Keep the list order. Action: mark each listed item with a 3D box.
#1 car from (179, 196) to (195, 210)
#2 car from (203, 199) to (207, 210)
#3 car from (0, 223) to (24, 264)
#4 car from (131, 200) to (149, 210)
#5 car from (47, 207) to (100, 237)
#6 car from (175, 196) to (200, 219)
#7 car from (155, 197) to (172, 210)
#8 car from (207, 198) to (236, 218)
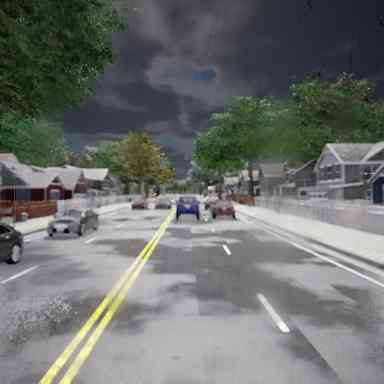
[{"bbox_3d":[-0.618,1.495,45.549,2.097,1.767,4.553,0,0,0],"label":"car"},{"bbox_3d":[2.632,1.634,45.696,1.837,1.490,4.892,0,1,0],"label":"car"},{"bbox_3d":[-6.728,1.656,9.680,1.837,1.490,4.892,0,0,-1],"label":"car"},{"bbox_3d":[-7.184,1.780,46.112,1.895,1.301,4.718,0,0,-1],"label":"car"},{"bbox_3d":[-6.869,1.692,19.710,2.128,1.511,4.902,0,0,-1],"label":"car"},{"bbox_3d":[-0.397,1.386,31.592,2.150,2.045,5.566,0,1,0],"label":"car"},{"bbox_3d":[-3.936,1.514,46.222,2.097,1.767,4.553,0,0,-1],"label":"car"},{"bbox_3d":[2.844,1.496,31.711,2.097,1.767,4.553,0,0,-1],"label":"car"}]
